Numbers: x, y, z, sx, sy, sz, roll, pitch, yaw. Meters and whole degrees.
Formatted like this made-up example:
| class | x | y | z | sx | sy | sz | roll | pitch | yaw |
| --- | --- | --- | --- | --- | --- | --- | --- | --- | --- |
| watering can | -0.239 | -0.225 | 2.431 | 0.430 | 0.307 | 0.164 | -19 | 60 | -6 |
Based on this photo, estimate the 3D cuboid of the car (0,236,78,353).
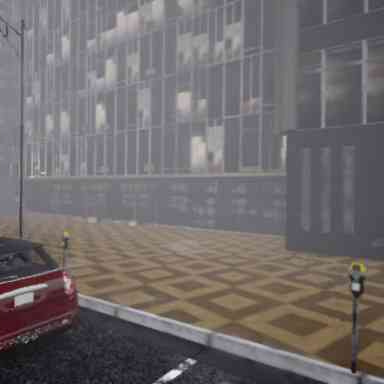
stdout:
| class | x | y | z | sx | sy | sz | roll | pitch | yaw |
| --- | --- | --- | --- | --- | --- | --- | --- | --- | --- |
| car | -3.825 | 1.468 | 5.589 | 4.097 | 1.590 | 1.967 | 0 | 1 | 36 |
